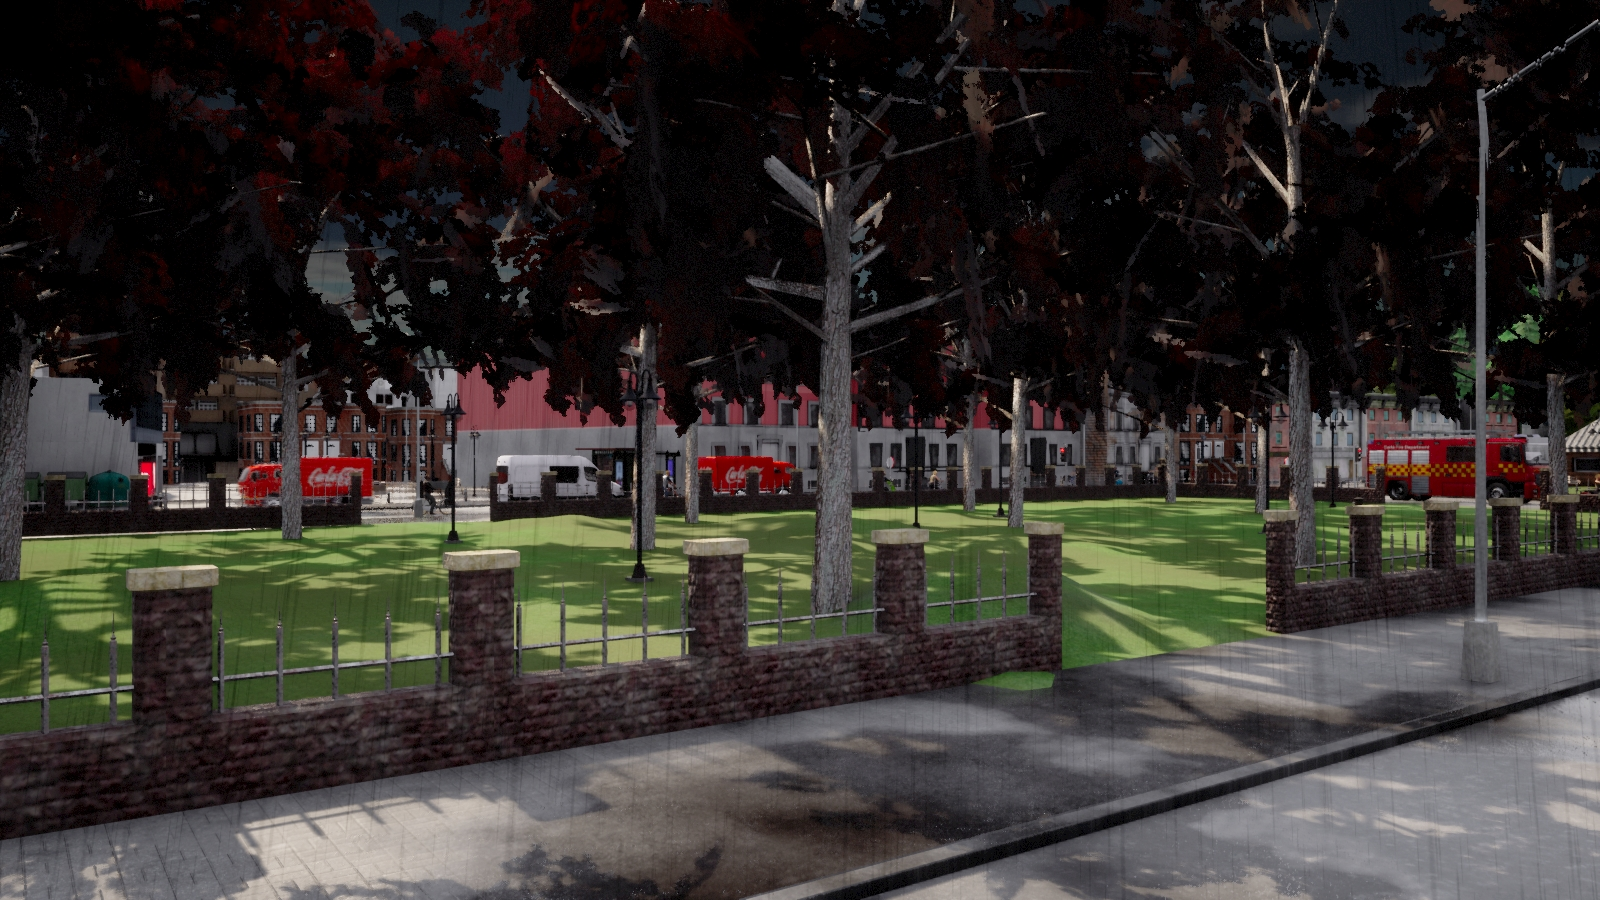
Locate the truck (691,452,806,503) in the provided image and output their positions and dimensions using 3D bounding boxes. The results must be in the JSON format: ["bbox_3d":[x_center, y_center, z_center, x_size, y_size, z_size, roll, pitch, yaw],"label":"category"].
[{"bbox_3d":[-2.582,1.335,57.891,5.204,2.467,2.627,0,0,-35],"label":"truck"}]

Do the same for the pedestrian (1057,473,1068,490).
[{"bbox_3d":[16.663,1.986,72.511,0.500,1.100,0.500,0,0,-36],"label":"pedestrian"}]

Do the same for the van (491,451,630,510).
[{"bbox_3d":[-10.854,1.306,52.106,5.915,2.561,1.988,0,0,-35],"label":"van"}]

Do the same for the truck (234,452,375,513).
[{"bbox_3d":[-21.465,1.343,49.544,5.204,2.467,2.627,0,0,-35],"label":"truck"}]

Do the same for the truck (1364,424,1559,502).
[{"bbox_3d":[34.631,0.645,60.204,2.891,3.827,8.468,0,0,-34],"label":"truck"}]
